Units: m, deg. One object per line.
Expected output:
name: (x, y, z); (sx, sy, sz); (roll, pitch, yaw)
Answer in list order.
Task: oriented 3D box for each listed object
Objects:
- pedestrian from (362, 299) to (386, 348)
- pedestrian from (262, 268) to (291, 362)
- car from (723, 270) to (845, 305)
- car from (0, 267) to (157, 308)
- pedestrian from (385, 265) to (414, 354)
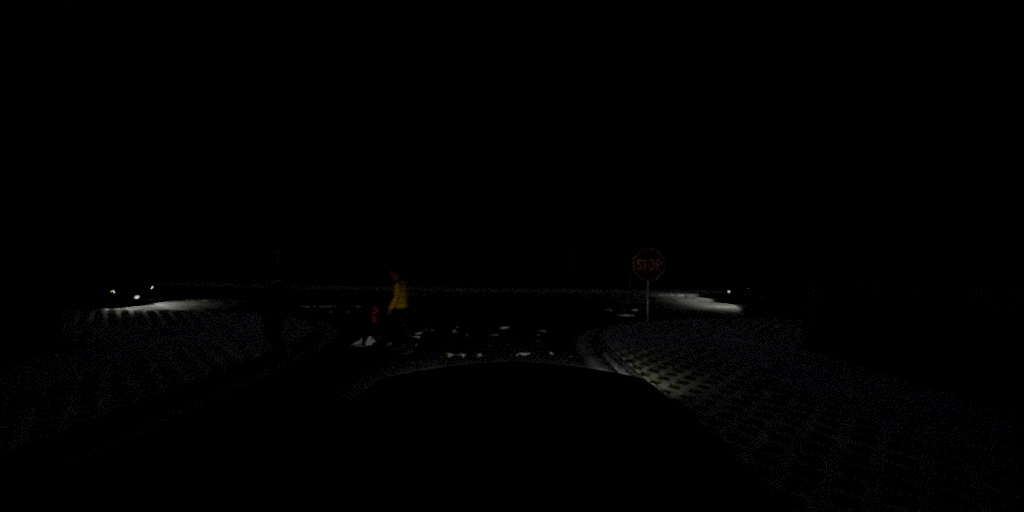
pedestrian: (-3.044, 1.093, 8.007); (0.375, 1.860, 0.375); (-1, 1, 0)
pedestrian: (-4.432, 1.056, 6.808); (0.375, 1.860, 0.375); (-1, 1, 0)
car: (12.461, 1.406, 16.585); (4.892, 1.490, 1.837); (0, 1, 0)
car: (-16.993, 1.132, 13.713); (5.357, 1.411, 2.033); (1, 1, 0)
pedestrian: (-2.325, 1.088, 7.409); (0.375, 1.860, 0.375); (-1, 1, 0)
